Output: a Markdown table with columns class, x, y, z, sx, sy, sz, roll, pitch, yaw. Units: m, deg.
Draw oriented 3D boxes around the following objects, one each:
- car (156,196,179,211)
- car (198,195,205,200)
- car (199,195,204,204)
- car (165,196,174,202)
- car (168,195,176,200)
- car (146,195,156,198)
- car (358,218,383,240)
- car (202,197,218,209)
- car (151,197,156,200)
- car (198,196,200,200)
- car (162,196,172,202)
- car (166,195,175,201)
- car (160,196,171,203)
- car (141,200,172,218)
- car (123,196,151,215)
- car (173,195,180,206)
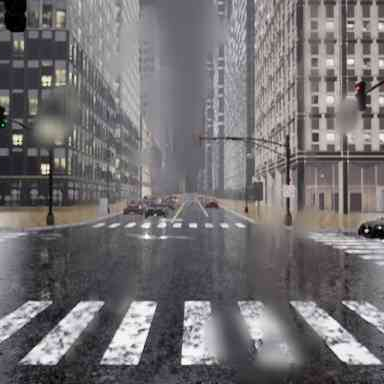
| class | x | y | z | sx | sy | sz | roll | pitch | yaw |
| --- | --- | --- | --- | --- | --- | --- | --- | --- | --- |
| car | -3.135 | 1.595 | 42.626 | 2.033 | 1.411 | 5.357 | 0 | 0 | 0 |
| car | 2.616 | 1.654 | 95.236 | 1.887 | 1.381 | 4.507 | 1 | 0 | 0 |
| car | 2.653 | 1.589 | 56.366 | 1.752 | 1.417 | 4.829 | 1 | 0 | 0 |
| car | -5.754 | 1.640 | 83.997 | 1.887 | 1.381 | 4.507 | 1 | 0 | 0 |
| car | -5.765 | 1.675 | 95.147 | 1.947 | 1.339 | 4.313 | 1 | 0 | 0 |
| car | -5.713 | 1.365 | 44.971 | 2.192 | 1.841 | 5.009 | 1 | 0 | 0 |
| car | 10.090 | 1.628 | 15.563 | 4.181 | 1.385 | 1.994 | 0 | -1 | -4 |
| car | 2.661 | 1.632 | 45.040 | 1.802 | 1.307 | 4.206 | 1 | 0 | 0 |
| car | -5.714 | 1.626 | 39.396 | 1.802 | 1.307 | 4.206 | 1 | 0 | 0 |
| car | 2.647 | 1.635 | 61.773 | 1.947 | 1.339 | 4.313 | 1 | 0 | 0 |
| car | -5.749 | 1.639 | 78.422 | 2.008 | 1.369 | 4.403 | 1 | 0 | 0 |
| car | -5.759 | 1.653 | 89.572 | 2.008 | 1.369 | 4.403 | 1 | 0 | 0 |
| car | -5.744 | 1.627 | 72.847 | 1.887 | 1.381 | 4.507 | 1 | 0 | 0 |
| car | -3.127 | 1.635 | 30.317 | 1.895 | 1.301 | 4.718 | 0 | 0 | 0 |
| car | -5.705 | 1.478 | 33.821 | 1.967 | 1.590 | 4.097 | 1 | 0 | 0 |
| car | -3.128 | 1.416 | 54.660 | 2.097 | 1.767 | 4.553 | 0 | 0 | 0 |
